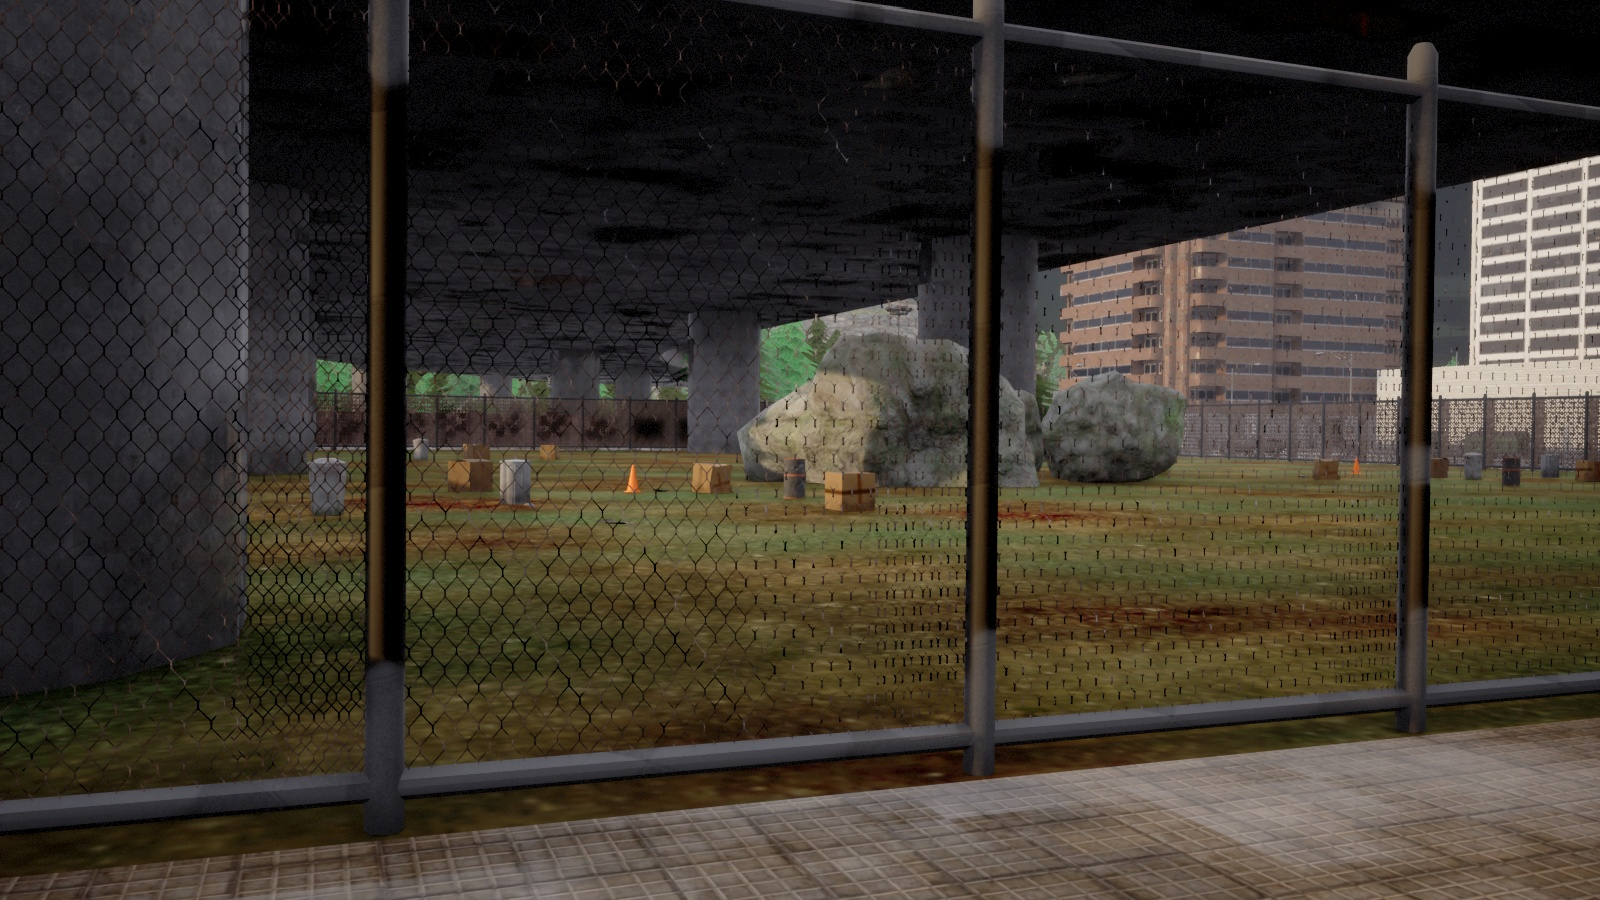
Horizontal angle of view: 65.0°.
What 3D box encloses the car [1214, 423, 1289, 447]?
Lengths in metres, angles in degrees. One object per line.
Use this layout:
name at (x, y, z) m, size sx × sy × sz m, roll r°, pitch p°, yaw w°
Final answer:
car at (30.317, -1.003, 84.476) m, size 2.128 × 1.511 × 4.902 m, roll -1°, pitch 1°, yaw -21°
